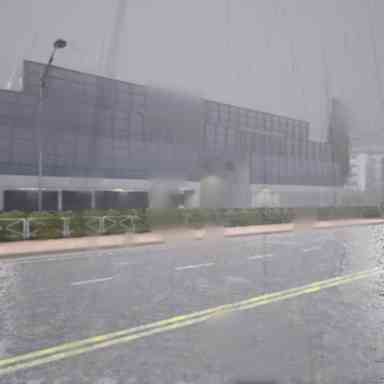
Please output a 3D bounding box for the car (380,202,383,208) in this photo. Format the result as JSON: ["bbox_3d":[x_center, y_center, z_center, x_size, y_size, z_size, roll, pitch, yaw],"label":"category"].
[{"bbox_3d":[34.766,2.256,58.163,1.994,1.385,4.181,1,-1,0],"label":"car"}]
